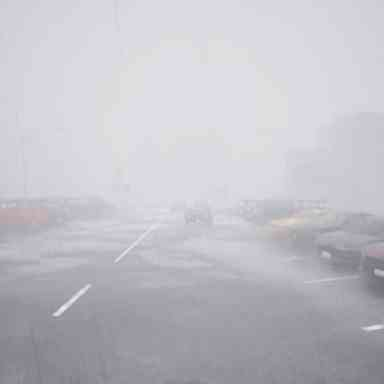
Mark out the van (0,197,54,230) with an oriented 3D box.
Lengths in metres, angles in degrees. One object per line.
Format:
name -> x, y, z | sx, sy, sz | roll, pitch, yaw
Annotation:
van -> -11.265, 1.388, 20.715 | 4.442, 1.987, 1.878 | -1, 0, -19

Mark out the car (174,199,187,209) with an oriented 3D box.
car -> -1.661, 1.797, 49.559 | 1.895, 1.301, 4.718 | 0, 1, -1

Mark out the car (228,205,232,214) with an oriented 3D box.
car -> 6.202, 1.500, 31.585 | 4.553, 1.767, 2.185 | 1, -1, -21

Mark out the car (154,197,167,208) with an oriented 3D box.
car -> -4.809, 1.637, 51.653 | 1.882, 1.535, 5.008 | 0, 1, 0

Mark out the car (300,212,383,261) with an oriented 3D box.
car -> 6.355, 1.554, 10.980 | 4.792, 1.488, 2.163 | 1, 0, -20

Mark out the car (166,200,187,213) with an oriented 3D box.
car -> -1.526, 1.693, 39.443 | 2.128, 1.511, 4.902 | 0, 0, -1

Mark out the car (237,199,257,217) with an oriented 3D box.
car -> 6.256, 1.471, 25.685 | 4.553, 1.767, 2.185 | 1, -1, -20

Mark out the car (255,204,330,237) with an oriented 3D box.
car -> 6.176, 1.548, 16.797 | 5.366, 1.575, 1.946 | 1, 0, -20

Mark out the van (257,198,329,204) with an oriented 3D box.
van -> 6.445, 1.344, 19.842 | 4.442, 1.987, 1.878 | 1, -1, -20

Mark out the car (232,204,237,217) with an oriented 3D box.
car -> 6.285, 1.641, 28.654 | 4.792, 1.488, 2.163 | 1, -1, -20

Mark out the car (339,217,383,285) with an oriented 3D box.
car -> 6.403, 1.510, 8.053 | 5.008, 1.535, 2.097 | 1, 0, -20

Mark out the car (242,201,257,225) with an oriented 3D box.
car -> 6.317, 1.582, 22.741 | 5.008, 1.535, 2.097 | 1, 0, -20

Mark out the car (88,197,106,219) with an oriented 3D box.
car -> -10.914, 1.408, 29.773 | 5.566, 2.045, 2.435 | -1, -1, -18

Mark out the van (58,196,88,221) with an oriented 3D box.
van -> -10.904, 1.417, 26.803 | 4.442, 1.987, 1.878 | -1, -1, -19

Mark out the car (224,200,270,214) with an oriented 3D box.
car -> 6.172, 1.695, 37.491 | 4.674, 1.452, 2.002 | 1, 0, -21

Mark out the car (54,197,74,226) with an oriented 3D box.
car -> -11.054, 1.502, 23.767 | 4.553, 1.767, 2.185 | -1, 0, -19

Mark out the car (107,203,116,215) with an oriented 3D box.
car -> -10.785, 1.691, 35.753 | 5.008, 1.535, 2.097 | -1, 0, -19

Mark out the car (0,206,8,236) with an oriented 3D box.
car -> -11.282, 1.582, 14.747 | 4.892, 1.521, 2.231 | -1, -1, -19

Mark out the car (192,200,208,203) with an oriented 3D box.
car -> 1.007, 1.700, 41.626 | 2.128, 1.511, 4.902 | 0, 0, 0

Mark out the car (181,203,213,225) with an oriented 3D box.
car -> 0.633, 1.729, 25.261 | 1.895, 1.301, 4.718 | 0, 0, 6

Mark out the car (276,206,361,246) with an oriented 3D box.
car -> 6.376, 1.539, 13.926 | 5.008, 1.535, 2.097 | 1, 0, -20
